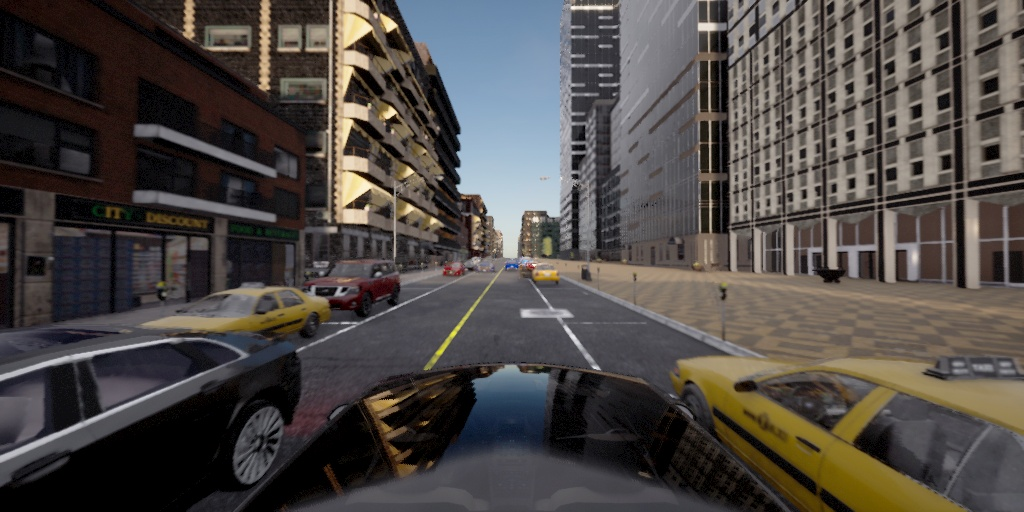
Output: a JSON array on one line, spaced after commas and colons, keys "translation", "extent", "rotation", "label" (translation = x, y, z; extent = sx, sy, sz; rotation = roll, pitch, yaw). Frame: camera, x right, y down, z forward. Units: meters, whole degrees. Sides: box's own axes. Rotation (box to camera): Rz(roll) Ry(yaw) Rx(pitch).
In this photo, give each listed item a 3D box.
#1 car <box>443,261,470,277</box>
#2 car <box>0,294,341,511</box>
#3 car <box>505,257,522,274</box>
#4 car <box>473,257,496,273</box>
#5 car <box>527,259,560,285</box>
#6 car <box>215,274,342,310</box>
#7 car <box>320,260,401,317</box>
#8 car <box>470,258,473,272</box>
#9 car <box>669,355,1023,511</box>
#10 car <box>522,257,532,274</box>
[{"translation": [-5.684, 1.289, 35.612], "extent": [1.888, 1.381, 4.507], "rotation": [0, 0, 0], "label": "car"}, {"translation": [-3.099, 1.239, 1.742], "extent": [2.128, 1.511, 4.902], "rotation": [0, 0, 0], "label": "car"}, {"translation": [0.039, 1.221, 48.104], "extent": [1.882, 1.535, 5.008], "rotation": [0, 0, 0], "label": "car"}, {"translation": [-3.074, 1.094, 42.477], "extent": [2.097, 1.767, 4.553], "rotation": [0, 0, 0], "label": "car"}, {"translation": [2.355, 1.202, 26.344], "extent": [1.801, 1.575, 5.366], "rotation": [0, 0, 0], "label": "car"}, {"translation": [-5.689, 1.274, 7.594], "extent": [1.751, 1.417, 4.829], "rotation": [0, 0, 0], "label": "car"}, {"translation": [-5.687, 1.062, 13.334], "extent": [2.192, 1.841, 5.009], "rotation": [0, 0, 0], "label": "car"}, {"translation": [-5.682, 1.309, 46.751], "extent": [1.948, 1.339, 4.313], "rotation": [0, 0, 0], "label": "car"}, {"translation": [2.691, 1.275, 2.362], "extent": [1.751, 1.417, 4.829], "rotation": [0, 0, 0], "label": "car"}, {"translation": [2.699, 1.183, 46.749], "extent": [1.967, 1.591, 4.097], "rotation": [0, 0, 0], "label": "car"}]
